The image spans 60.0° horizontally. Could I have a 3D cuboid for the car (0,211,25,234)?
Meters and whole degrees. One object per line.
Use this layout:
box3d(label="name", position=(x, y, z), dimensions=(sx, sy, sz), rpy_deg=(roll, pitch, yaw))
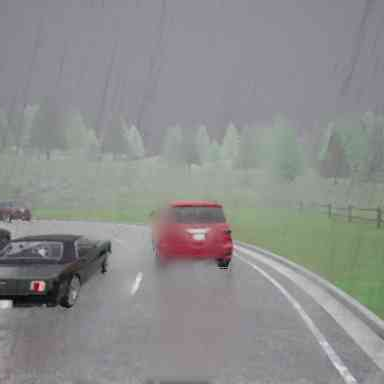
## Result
box3d(label="car", position=(-7.094, 1.536, 9.934), dimensions=(2.128, 1.511, 4.902), rpy_deg=(0, 0, -8))

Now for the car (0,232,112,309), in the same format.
box3d(label="car", position=(-3.252, 1.641, 7.884), dimensions=(1.895, 1.301, 4.718), rpy_deg=(0, 0, -1))

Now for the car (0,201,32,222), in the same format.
box3d(label="car", position=(-15.100, 1.475, 26.195), dimensions=(4.553, 1.767, 2.097), rpy_deg=(0, 0, 16))

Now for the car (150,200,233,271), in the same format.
box3d(label="car", position=(-0.211, 1.290, 11.442), dimensions=(2.150, 2.045, 5.566), rpy_deg=(0, 0, -9))
